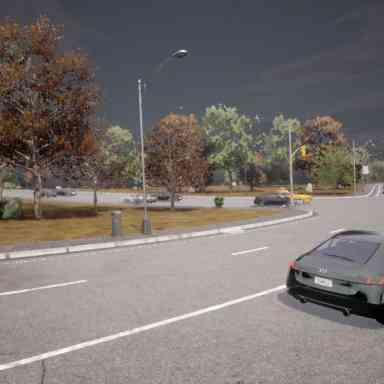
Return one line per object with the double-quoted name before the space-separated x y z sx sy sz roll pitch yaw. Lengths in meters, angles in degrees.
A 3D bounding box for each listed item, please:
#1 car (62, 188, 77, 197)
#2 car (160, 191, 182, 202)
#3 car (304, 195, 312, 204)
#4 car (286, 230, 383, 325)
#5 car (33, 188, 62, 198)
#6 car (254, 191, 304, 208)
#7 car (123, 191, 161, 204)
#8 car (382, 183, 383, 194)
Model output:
"car" -22.192 0.006 58.115 4.902 1.511 2.128 2 4 33
"car" -3.578 0.622 46.031 4.892 1.490 1.837 1 3 33
"car" 10.675 0.592 36.825 5.008 1.535 1.882 -1 2 33
"car" 3.890 1.516 7.068 4.181 1.385 1.994 -1 0 -38
"car" -24.469 0.186 55.429 4.892 1.490 1.837 2 4 33
"car" 8.603 0.811 34.006 4.674 1.442 1.812 -1 2 33
"car" -6.822 0.862 43.968 4.718 1.301 1.895 1 3 33
"car" 29.724 -0.835 49.634 2.150 2.045 5.566 -1 2 31
